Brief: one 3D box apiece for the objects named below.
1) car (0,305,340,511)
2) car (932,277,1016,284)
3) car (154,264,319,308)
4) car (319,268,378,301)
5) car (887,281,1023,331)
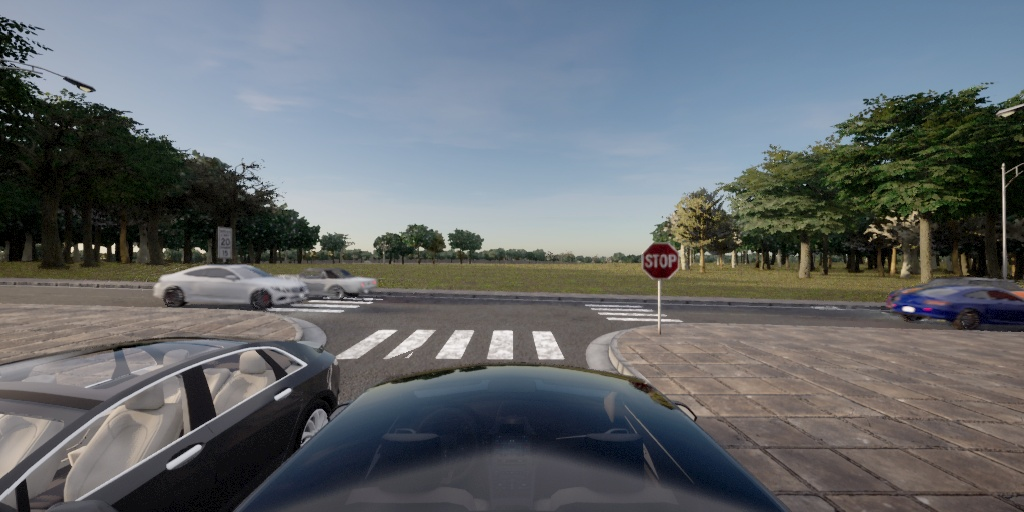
[{"bbox_3d":[-2.636,1.300,2.067,2.007,1.370,4.403,0,0,0],"label":"car"},{"bbox_3d":[19.180,1.698,15.431,4.553,1.767,2.097,2,-1,0],"label":"car"},{"bbox_3d":[-9.688,1.029,12.544,4.674,1.442,1.812,2,-1,0],"label":"car"},{"bbox_3d":[-8.484,1.166,15.491,4.718,1.301,1.895,2,-1,0],"label":"car"},{"bbox_3d":[16.113,1.755,12.488,4.674,1.442,1.812,2,-1,0],"label":"car"}]
